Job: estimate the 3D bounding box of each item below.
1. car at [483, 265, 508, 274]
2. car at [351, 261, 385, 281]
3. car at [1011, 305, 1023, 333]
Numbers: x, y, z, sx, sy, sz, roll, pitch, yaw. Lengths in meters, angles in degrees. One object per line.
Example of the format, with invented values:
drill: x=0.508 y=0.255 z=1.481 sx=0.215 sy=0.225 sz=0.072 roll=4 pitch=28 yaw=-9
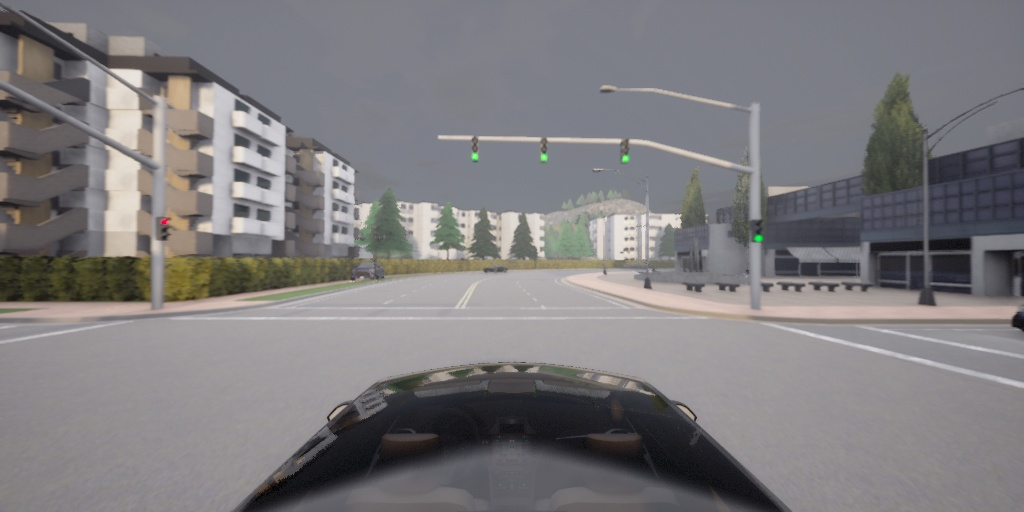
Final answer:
car: x=-2.453 y=1.937 z=53.673 sx=1.895 sy=1.301 sz=4.718 roll=0 pitch=-1 yaw=27
car: x=-12.989 y=1.262 z=32.543 sx=2.097 sy=1.767 sz=4.553 roll=1 pitch=-1 yaw=-8
car: x=15.272 y=1.436 z=8.765 sx=4.181 sy=1.385 sz=1.994 roll=0 pitch=-1 yaw=0
